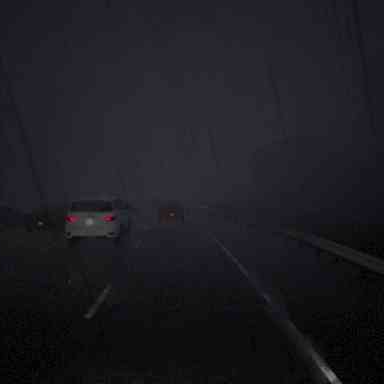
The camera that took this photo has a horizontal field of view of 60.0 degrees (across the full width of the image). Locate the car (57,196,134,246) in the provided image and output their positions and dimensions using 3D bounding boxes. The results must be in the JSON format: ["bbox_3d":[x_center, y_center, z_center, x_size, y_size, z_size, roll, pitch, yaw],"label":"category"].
[{"bbox_3d":[-4.147,1.209,15.410,2.150,2.045,5.566,0,0,-5],"label":"car"}]

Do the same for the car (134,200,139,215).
[{"bbox_3d":[-6.447,1.497,33.872,1.812,1.442,4.674,0,0,-9],"label":"car"}]

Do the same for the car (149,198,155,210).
[{"bbox_3d":[-4.346,1.439,41.558,1.882,1.535,5.008,0,0,-11],"label":"car"}]

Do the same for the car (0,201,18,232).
[{"bbox_3d":[-11.587,1.516,19.838,1.812,1.442,4.674,0,0,-6],"label":"car"}]

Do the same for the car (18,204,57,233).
[{"bbox_3d":[-8.032,1.465,19.513,1.882,1.535,5.008,0,0,-6],"label":"car"}]

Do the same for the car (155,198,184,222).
[{"bbox_3d":[-1.719,1.452,25.804,1.882,1.535,5.008,0,0,-7],"label":"car"}]
